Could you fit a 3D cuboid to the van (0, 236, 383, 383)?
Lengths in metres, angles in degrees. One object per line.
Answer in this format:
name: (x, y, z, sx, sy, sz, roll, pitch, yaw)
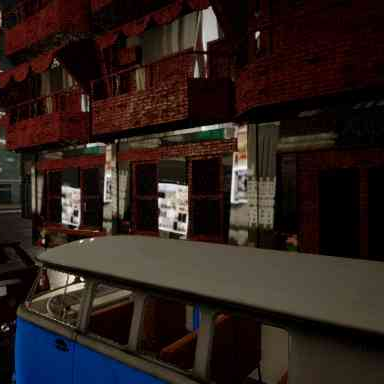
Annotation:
van: (0.200, 1.341, 2.592, 3.998, 1.788, 1.690, 0, -1, 36)
